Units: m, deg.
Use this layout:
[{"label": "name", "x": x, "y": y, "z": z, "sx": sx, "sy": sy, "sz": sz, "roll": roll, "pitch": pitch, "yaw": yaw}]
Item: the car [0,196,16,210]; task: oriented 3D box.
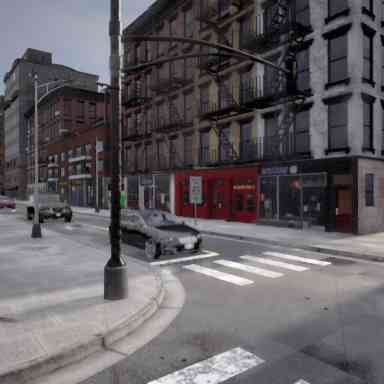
[{"label": "car", "x": -23.209, "y": 1.276, "z": 41.001, "sx": 2.097, "sy": 1.767, "sz": 4.553, "roll": 0, "pitch": 0, "yaw": -37}]

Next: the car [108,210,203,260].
[{"label": "car", "x": -1.562, "y": 1.479, "z": 12.721, "sx": 2.128, "sy": 1.511, "sz": 4.902, "roll": 0, "pitch": 0, "yaw": -37}]

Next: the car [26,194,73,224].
[{"label": "car", "x": -10.690, "y": 1.185, "z": 24.629, "sx": 2.150, "sy": 2.045, "sz": 5.566, "roll": 0, "pitch": 0, "yaw": -38}]
